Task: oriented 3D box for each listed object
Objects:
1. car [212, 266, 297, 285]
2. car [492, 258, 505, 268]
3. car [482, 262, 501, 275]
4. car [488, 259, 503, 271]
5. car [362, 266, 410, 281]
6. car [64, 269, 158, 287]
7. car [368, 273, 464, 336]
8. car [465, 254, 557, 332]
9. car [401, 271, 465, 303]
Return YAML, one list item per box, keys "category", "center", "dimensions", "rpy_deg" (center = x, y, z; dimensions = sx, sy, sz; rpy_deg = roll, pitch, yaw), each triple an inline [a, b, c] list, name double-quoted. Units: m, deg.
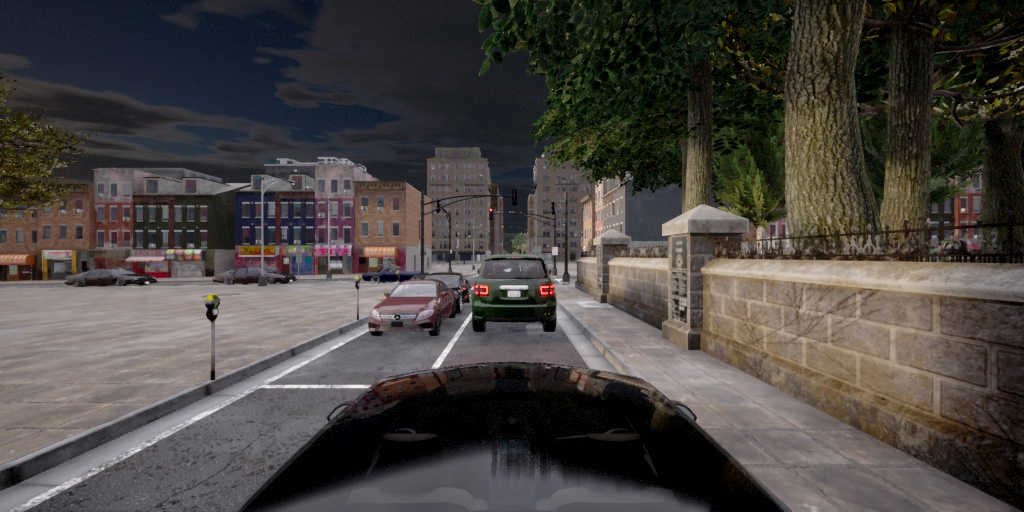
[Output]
- category: "car"
  center: [-19.207, 1.493, 26.863]
  dimensions: [5.357, 1.411, 2.033]
  rpy_deg: [-1, 0, 0]
- category: "car"
  center: [-2.283, 1.213, 61.622]
  dimensions: [1.882, 1.535, 5.008]
  rpy_deg: [0, 0, 0]
- category: "car"
  center: [-2.280, 1.342, 40.767]
  dimensions: [1.895, 1.301, 4.718]
  rpy_deg: [0, 0, 0]
- category: "car"
  center: [-2.294, 1.216, 51.180]
  dimensions: [1.882, 1.535, 5.008]
  rpy_deg: [0, 0, 0]
- category: "car"
  center: [-8.557, 1.426, 26.899]
  dimensions: [4.718, 1.301, 1.895]
  rpy_deg: [-1, 0, 0]
- category: "car"
  center: [-29.959, 1.648, 26.827]
  dimensions: [5.357, 1.411, 2.033]
  rpy_deg: [-1, 0, 0]
- category: "car"
  center: [-2.638, 1.331, 10.318]
  dimensions: [1.802, 1.307, 4.207]
  rpy_deg: [0, 0, 0]
- category: "car"
  center: [0.076, 0.971, 10.997]
  dimensions: [2.150, 2.045, 5.566]
  rpy_deg: [0, 0, 1]
- category: "car"
  center: [-2.638, 1.315, 13.981]
  dimensions: [1.948, 1.339, 4.313]
  rpy_deg: [0, 0, 0]
